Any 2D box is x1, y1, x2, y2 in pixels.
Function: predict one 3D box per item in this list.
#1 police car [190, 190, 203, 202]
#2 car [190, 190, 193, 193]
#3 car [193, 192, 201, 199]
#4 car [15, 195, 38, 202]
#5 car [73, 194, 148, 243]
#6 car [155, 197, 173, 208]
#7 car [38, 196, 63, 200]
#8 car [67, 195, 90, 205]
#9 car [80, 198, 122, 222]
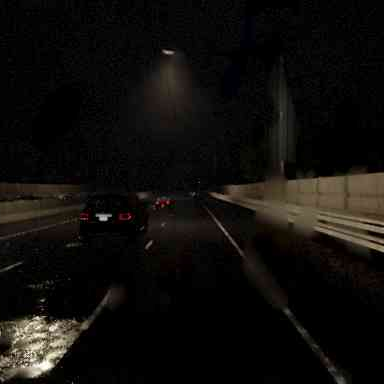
[{"bbox_3d":[1.072,0.950,62.426,1.930,1.638,5.238,0,0,0],"label":"police car"},{"bbox_3d":[1.075,0.889,72.505,1.801,1.575,5.366,0,1,0],"label":"car"},{"bbox_3d":[1.077,0.824,78.504,1.801,1.575,5.366,0,1,0],"label":"car"},{"bbox_3d":[-24.544,1.150,49.620,1.812,1.442,4.674,0,0,0],"label":"car"},{"bbox_3d":[-3.394,1.105,15.444,2.150,2.045,5.566,0,0,0],"label":"car"},{"bbox_3d":[-3.386,1.292,40.874,1.895,1.301,4.718,0,0,0],"label":"car"},{"bbox_3d":[-21.052,1.217,50.741,1.895,1.301,4.718,0,0,0],"label":"car"},{"bbox_3d":[-17.552,1.210,51.573,1.895,1.301,4.718,0,0,0],"label":"car"},{"bbox_3d":[-6.891,1.284,25.730,1.882,1.535,5.008,0,0,0],"label":"car"}]
